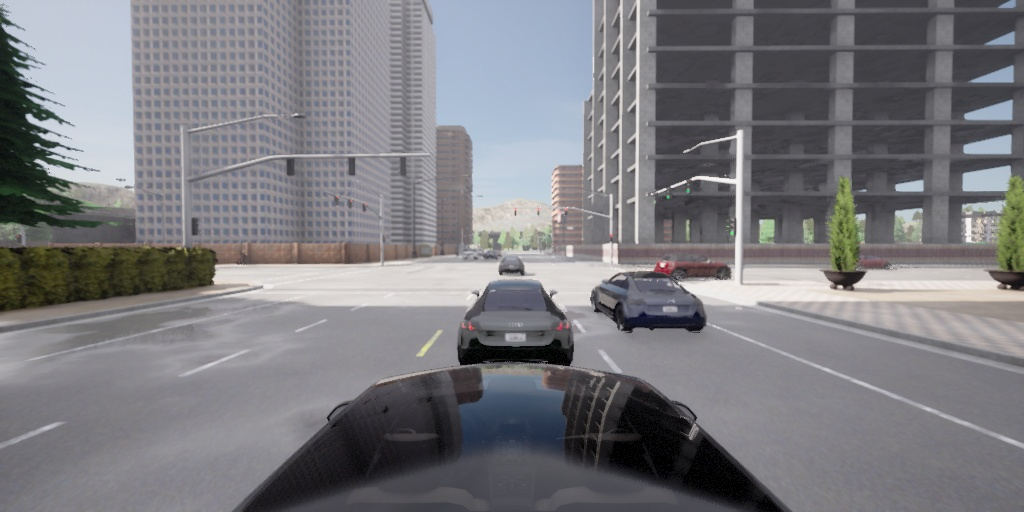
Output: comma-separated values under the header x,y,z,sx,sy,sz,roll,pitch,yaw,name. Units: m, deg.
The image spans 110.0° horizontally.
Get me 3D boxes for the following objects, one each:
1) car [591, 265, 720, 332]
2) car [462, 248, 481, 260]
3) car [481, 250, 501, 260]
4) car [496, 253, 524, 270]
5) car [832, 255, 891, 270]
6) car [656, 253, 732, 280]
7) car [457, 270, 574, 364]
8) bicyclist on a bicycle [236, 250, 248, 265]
x,y,z,sx,sy,sz,roll,pitch,yaw,name
3.569,1.124,10.081,1.994,1.385,4.181,0,1,0,car
-7.029,-0.360,60.303,2.150,2.045,5.566,0,1,2,car
-3.530,-0.230,60.359,2.097,1.767,4.553,0,1,1,car
-0.045,0.700,28.739,1.994,1.385,4.181,0,1,0,car
32.943,0.584,33.846,4.181,1.385,1.994,0,1,0,car
11.658,0.616,23.124,4.553,1.767,2.097,0,2,-10,car
0.057,1.181,7.559,1.994,1.385,4.181,0,1,0,car
-29.394,0.203,39.025,0.582,1.620,1.656,0,2,0,bicyclist on a bicycle
